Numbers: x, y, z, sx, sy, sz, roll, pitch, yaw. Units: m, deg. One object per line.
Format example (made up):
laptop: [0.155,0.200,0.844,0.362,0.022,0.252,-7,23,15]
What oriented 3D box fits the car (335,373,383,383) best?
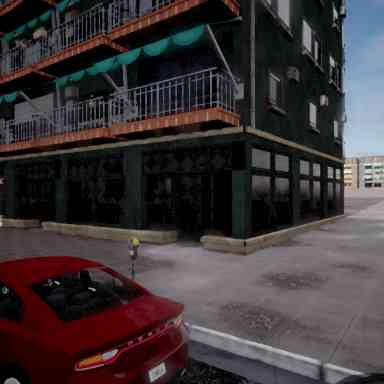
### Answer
car: [2.450,1.566,1.126,4.313,1.339,1.947,0,0,36]

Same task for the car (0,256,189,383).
car: [-2.134,1.545,4.407,4.507,1.381,1.887,0,0,36]
